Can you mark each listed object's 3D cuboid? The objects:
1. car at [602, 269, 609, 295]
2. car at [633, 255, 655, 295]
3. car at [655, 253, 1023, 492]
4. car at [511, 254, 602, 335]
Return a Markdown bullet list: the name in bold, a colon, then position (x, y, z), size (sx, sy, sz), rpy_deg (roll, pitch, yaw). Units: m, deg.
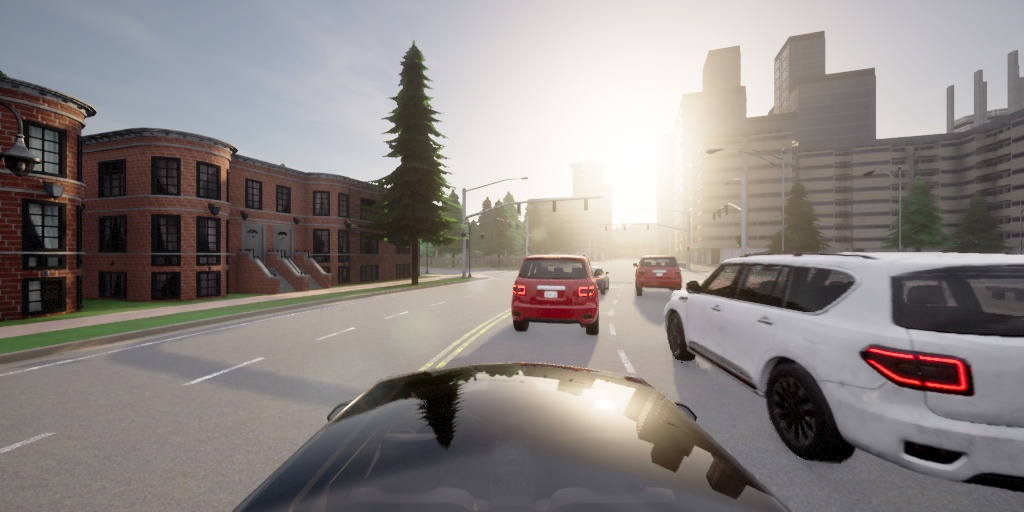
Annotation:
- **car**: position (4.361, 1.276, 20.000), size (1.812, 1.442, 4.674), rpy_deg (0, 0, 19)
- **car**: position (7.933, 0.973, 19.667), size (2.150, 2.045, 5.566), rpy_deg (0, 0, 19)
- **car**: position (4.006, 0.975, 5.017), size (2.150, 2.045, 5.566), rpy_deg (0, 0, 5)
- **car**: position (1.493, 0.971, 10.806), size (2.150, 2.045, 5.566), rpy_deg (0, 0, 13)
